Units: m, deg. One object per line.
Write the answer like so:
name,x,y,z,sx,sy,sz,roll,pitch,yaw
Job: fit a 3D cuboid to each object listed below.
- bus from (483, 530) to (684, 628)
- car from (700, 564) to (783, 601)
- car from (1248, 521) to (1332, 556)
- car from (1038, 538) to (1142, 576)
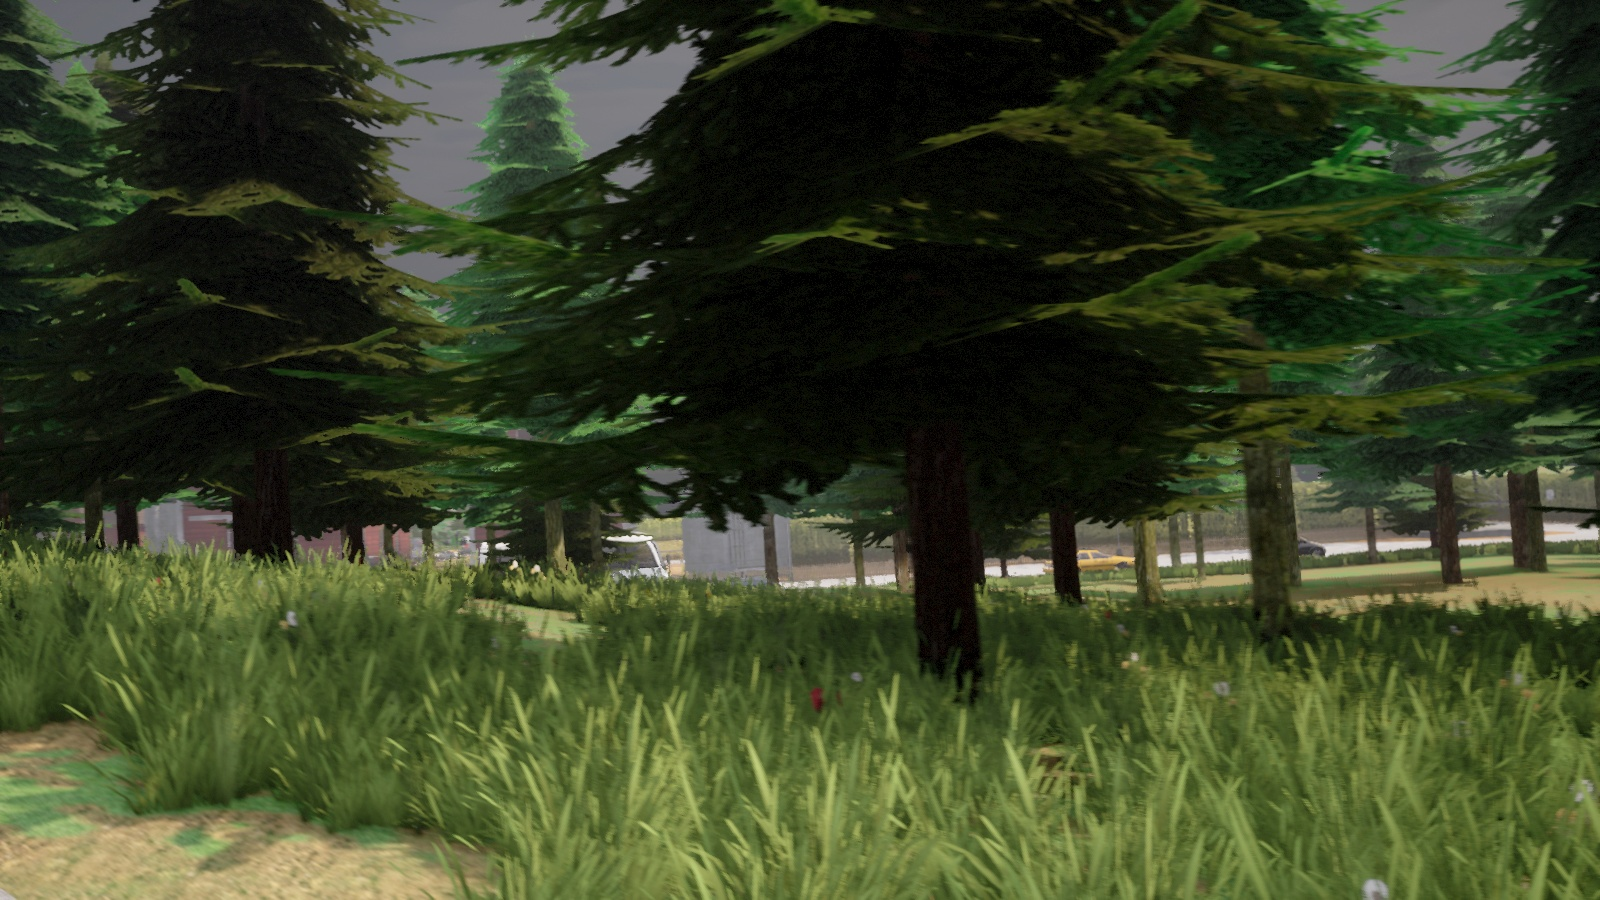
bus,-11.616,6.931,68.531,10.273,4.253,3.944,-4,-2,-5
car,-3.424,7.657,72.773,4.611,1.667,2.242,-4,-2,-5
car,28.196,5.078,72.306,3.988,1.617,1.851,-4,-2,-5
car,16.406,6.046,71.167,5.366,1.575,1.801,-4,-2,-5
